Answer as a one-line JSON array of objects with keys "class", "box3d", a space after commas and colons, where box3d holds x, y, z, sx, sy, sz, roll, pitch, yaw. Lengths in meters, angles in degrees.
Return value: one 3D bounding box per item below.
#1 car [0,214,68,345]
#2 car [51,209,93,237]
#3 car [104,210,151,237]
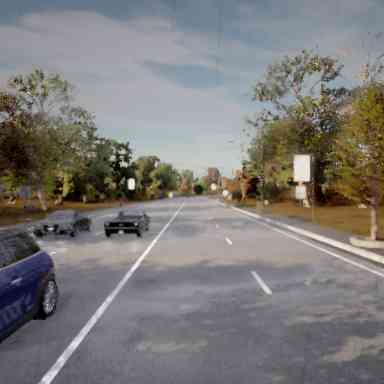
[{"class": "car", "box3d": [-3.594, 1.375, 4.401, 2.097, 1.767, 4.553, 0, 0, 0]}, {"class": "car", "box3d": [-7.010, 1.663, 18.516, 1.994, 1.385, 4.181, 0, 0, 0]}, {"class": "car", "box3d": [-3.507, 1.699, 18.716, 1.895, 1.301, 4.718, 0, 0, 0]}]
